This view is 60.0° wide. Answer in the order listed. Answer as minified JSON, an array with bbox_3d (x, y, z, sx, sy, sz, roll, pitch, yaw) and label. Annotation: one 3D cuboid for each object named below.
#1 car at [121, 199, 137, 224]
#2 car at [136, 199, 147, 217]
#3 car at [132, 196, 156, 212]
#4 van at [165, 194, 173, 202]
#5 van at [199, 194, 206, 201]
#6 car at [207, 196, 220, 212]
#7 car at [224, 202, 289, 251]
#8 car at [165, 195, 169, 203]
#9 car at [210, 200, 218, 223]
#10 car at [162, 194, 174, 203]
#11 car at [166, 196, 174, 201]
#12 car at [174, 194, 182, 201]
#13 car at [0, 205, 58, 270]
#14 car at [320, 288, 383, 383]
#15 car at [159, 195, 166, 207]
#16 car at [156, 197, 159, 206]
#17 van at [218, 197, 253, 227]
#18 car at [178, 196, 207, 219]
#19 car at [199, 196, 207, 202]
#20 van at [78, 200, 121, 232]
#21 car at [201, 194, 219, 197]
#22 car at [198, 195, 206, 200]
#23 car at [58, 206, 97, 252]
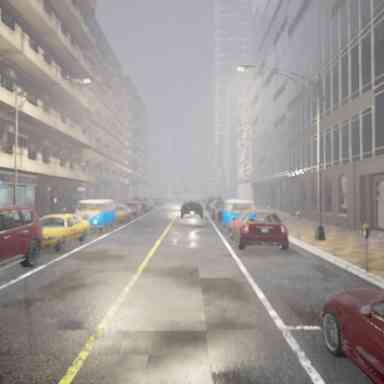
[{"bbox_3d":[-5.642,1.538,25.099,1.752,1.417,4.829,1,0,0],"label":"car"},{"bbox_3d":[-5.643,1.596,30.815,1.802,1.307,4.206,1,0,0],"label":"car"},{"bbox_3d":[-5.637,1.331,36.362,2.192,1.841,5.009,1,0,0],"label":"car"},{"bbox_3d":[-5.637,1.369,80.736,1.690,1.788,3.998,1,0,0],"label":"van"},{"bbox_3d":[2.710,1.370,86.384,1.690,1.788,3.998,1,0,0],"label":"van"},{"bbox_3d":[2.707,1.454,30.906,1.967,1.590,4.097,1,0,0],"label":"car"},{"bbox_3d":[2.707,1.448,14.262,1.967,1.590,4.097,1,0,0],"label":"car"},{"bbox_3d":[-5.642,1.605,58.550,1.802,1.307,4.206,1,0,0],"label":"car"},{"bbox_3d":[2.705,1.578,25.358,1.947,1.339,4.313,1,0,0],"label":"car"},{"bbox_3d":[-5.637,1.341,69.643,2.192,1.841,5.009,1,0,0],"label":"car"},{"bbox_3d":[-5.642,1.611,86.284,1.802,1.307,4.206,1,0,0],"label":"car"},{"bbox_3d":[-2.999,1.251,76.528,2.033,1.411,5.357,0,0,0],"label":"car"},{"bbox_3d":[-5.674,1.320,8.630,2.192,1.841,5.009,1,0,0],"label":"car"},{"bbox_3d":[2.704,1.584,3.166,1.802,1.307,4.206,1,0,0],"label":"car"},{"bbox_3d":[-5.642,1.587,53.003,1.947,1.339,4.313,1,0,0],"label":"car"},{"bbox_3d":[-5.641,1.543,41.739,1.752,1.417,4.829,1,0,0],"label":"car"},{"bbox_3d":[2.709,1.351,19.810,1.690,1.788,3.998,1,0,0],"label":"van"},{"bbox_3d":[0.000,1.319,27.711,1.837,1.490,4.892,0,0,0],"label":"car"},{"bbox_3d":[2.705,1.610,80.836,1.802,1.307,4.206,1,0,0],"label":"car"},{"bbox_3d":[-5.646,1.351,19.723,1.690,1.788,3.998,1,0,0],"label":"van"},{"bbox_3d":[2.710,1.332,42.002,2.192,1.841,5.009,1,0,0],"label":"car"},{"bbox_3d":[2.706,1.575,91.931,1.887,1.381,4.507,1,0,0],"label":"car"},{"bbox_3d":[-5.685,1.533,14.005,1.752,1.417,4.829,1,0,0],"label":"car"}]
